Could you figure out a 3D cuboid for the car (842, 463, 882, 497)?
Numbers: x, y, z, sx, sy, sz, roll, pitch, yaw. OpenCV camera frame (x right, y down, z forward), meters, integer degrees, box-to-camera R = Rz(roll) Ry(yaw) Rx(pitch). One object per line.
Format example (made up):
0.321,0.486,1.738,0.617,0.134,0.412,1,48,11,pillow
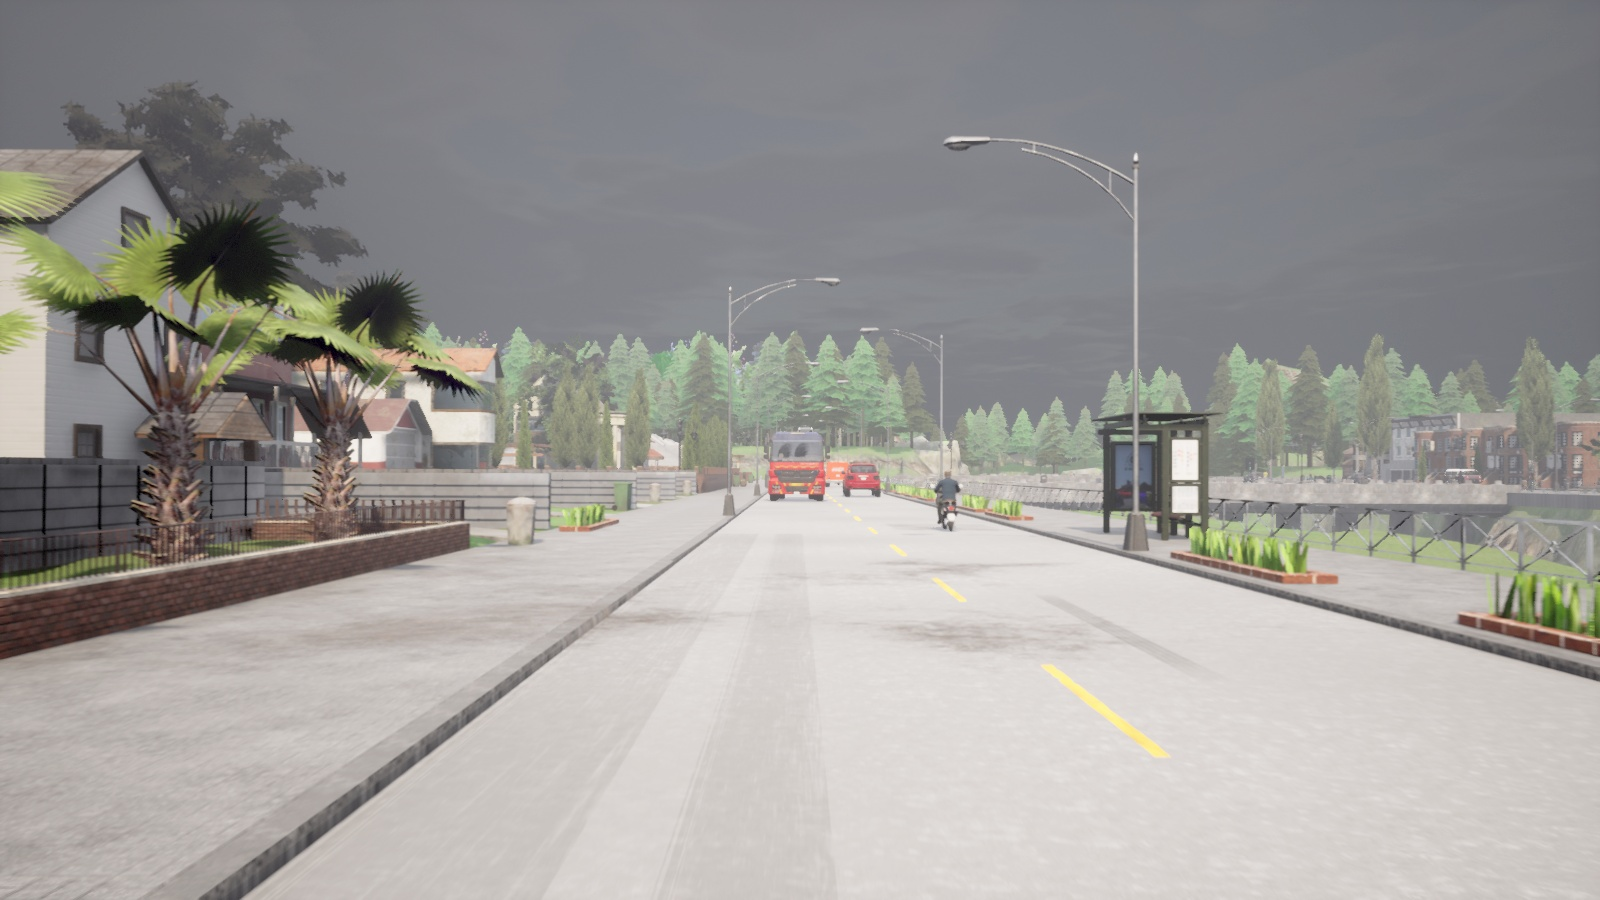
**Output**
3.815,1.828,78.216,2.150,2.045,5.566,0,-1,0,car

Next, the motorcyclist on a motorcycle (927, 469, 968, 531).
3.922,1.312,33.450,0.866,1.590,1.817,0,-1,0,motorcyclist on a motorcycle

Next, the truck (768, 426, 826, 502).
-0.162,0.773,67.028,2.891,3.827,8.468,0,-1,0,truck
